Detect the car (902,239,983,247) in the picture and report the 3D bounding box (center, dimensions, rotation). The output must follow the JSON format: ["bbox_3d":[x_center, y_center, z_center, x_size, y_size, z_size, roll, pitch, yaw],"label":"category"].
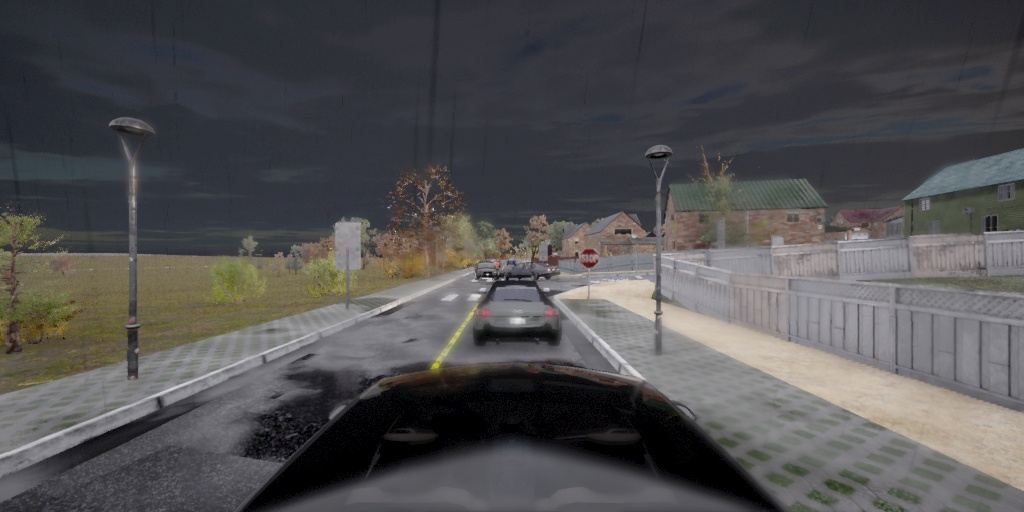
[{"bbox_3d":[23.857,-0.208,20.409,4.902,1.511,2.128,-3,0,14],"label":"car"}]

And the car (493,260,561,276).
[{"bbox_3d":[1.293,1.198,28.417,5.357,1.411,2.033,-4,-3,43],"label":"car"}]

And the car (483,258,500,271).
[{"bbox_3d":[-2.928,1.121,51.139,2.097,1.767,4.553,0,0,1],"label":"car"}]

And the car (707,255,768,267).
[{"bbox_3d":[14.353,0.413,22.815,4.181,1.385,1.994,-3,0,16],"label":"car"}]

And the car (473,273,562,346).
[{"bbox_3d":[0.089,1.313,9.400,1.994,1.385,4.181,0,0,-1],"label":"car"}]

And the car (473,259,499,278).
[{"bbox_3d":[-2.299,1.258,31.322,1.837,1.490,4.892,0,0,-8],"label":"car"}]
